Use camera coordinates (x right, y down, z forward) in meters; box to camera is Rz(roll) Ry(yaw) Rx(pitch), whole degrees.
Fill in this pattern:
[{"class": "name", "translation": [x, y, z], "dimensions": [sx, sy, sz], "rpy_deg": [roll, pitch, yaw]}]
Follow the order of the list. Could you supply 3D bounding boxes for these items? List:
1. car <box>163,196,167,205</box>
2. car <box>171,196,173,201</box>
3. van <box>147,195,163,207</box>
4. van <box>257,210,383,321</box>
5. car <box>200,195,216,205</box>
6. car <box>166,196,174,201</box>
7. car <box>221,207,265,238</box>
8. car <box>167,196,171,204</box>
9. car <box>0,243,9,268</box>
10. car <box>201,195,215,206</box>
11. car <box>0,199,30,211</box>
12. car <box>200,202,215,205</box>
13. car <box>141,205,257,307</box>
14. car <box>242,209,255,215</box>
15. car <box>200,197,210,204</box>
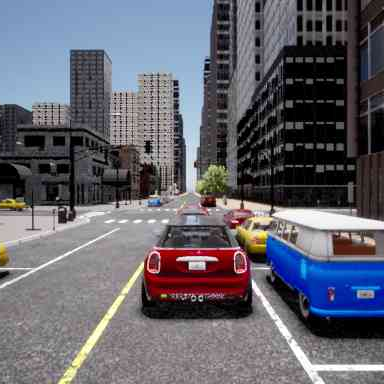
[{"class": "car", "translation": [-5.767, 1.505, 56.213], "dimensions": [1.967, 1.590, 4.097], "rpy_deg": [0, 0, 0]}, {"class": "car", "translation": [-5.789, 1.654, 72.785], "dimensions": [2.008, 1.369, 4.403], "rpy_deg": [0, 0, 0]}, {"class": "van", "translation": [-5.760, 1.395, 50.690], "dimensions": [1.690, 1.788, 3.998], "rpy_deg": [0, 0, 0]}, {"class": "van", "translation": [2.678, 1.341, 6.988], "dimensions": [1.690, 1.788, 3.998], "rpy_deg": [0, 0, 0]}, {"class": "car", "translation": [2.619, 1.369, 50.703], "dimensions": [2.192, 1.841, 5.009], "rpy_deg": [0, 0, 0]}, {"class": "car", "translation": [-5.811, 1.673, 89.187], "dimensions": [1.752, 1.417, 4.829], "rpy_deg": [0, 0, 0]}, {"class": "car", "translation": [2.663, 1.587, 18.315], "dimensions": [1.802, 1.307, 4.206], "rpy_deg": [0, 0, 0]}, {"class": "car", "translation": [-5.782, 1.529, 67.262], "dimensions": [1.967, 1.590, 4.097], "rpy_deg": [0, 0, 0]}, {"class": "car", "translation": [-5.701, 1.525, 6.807], "dimensions": [1.752, 1.417, 4.829], "rpy_deg": [0, 0, 0]}, {"class": "car", "translation": [2.612, 1.380, 56.227], "dimensions": [2.192, 1.841, 5.009], "rpy_deg": [0, 0, 0]}, {"class": "car", "translation": [-21.460, 1.469, 38.500], "dimensions": [4.829, 1.417, 1.752], "rpy_deg": [0, 0, 0]}, {"class": "car", "translation": [0.077, 1.482, 17.334], "dimensions": [1.882, 1.535, 5.008], "rpy_deg": [0, 0, 0]}, {"class": "car", "translation": [0.088, 1.352, 8.127], "dimensions": [2.097, 1.767, 4.553], "rpy_deg": [0, 0, 0]}, {"class": "car", "translation": [2.670, 1.527, 12.822], "dimensions": [1.752, 1.417, 4.829], "rpy_deg": [0, 0, 0]}, {"class": "car", "translation": [2.599, 1.655, 67.275], "dimensions": [1.947, 1.339, 4.313], "rpy_deg": [0, 0, 0]}]
